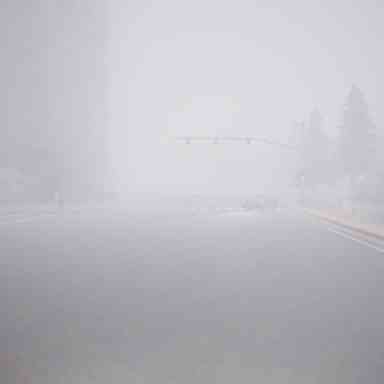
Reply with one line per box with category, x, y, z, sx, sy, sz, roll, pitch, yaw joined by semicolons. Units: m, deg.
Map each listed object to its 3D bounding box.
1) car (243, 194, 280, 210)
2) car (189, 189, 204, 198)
car;6.247;0.837;29.707;1.895;1.301;4.718;1;2;32
car;0.701;0.179;54.320;1.812;1.442;4.674;0;3;-10
